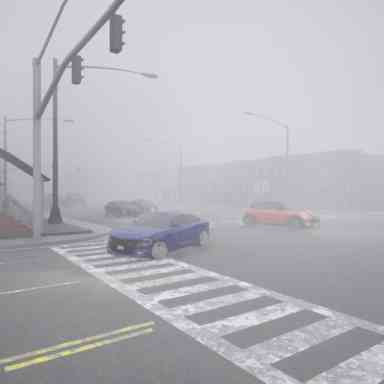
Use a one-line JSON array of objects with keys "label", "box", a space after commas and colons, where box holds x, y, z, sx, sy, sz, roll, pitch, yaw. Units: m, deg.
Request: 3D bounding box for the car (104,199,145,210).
[{"label": "car", "box": [-6.376, 1.505, 29.767, 1.837, 1.490, 4.892, 0, 0, -36]}]

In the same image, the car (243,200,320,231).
[{"label": "car", "box": [5.528, 1.351, 20.784, 4.553, 1.767, 2.097, 0, 0, 42]}]

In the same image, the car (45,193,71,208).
[{"label": "car", "box": [-20.112, 1.223, 49.094, 2.150, 2.045, 5.566, 0, 0, -35]}]

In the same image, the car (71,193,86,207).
[{"label": "car", "box": [-18.697, 1.226, 53.170, 2.150, 2.045, 5.566, 0, 0, -35]}]

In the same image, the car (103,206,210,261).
[{"label": "car", "box": [-1.024, 1.478, 12.638, 1.882, 1.535, 5.008, 2, 1, 29]}]

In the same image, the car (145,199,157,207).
[{"label": "car", "box": [-5.227, 1.491, 34.183, 2.128, 1.511, 4.902, 0, 0, -36]}]
